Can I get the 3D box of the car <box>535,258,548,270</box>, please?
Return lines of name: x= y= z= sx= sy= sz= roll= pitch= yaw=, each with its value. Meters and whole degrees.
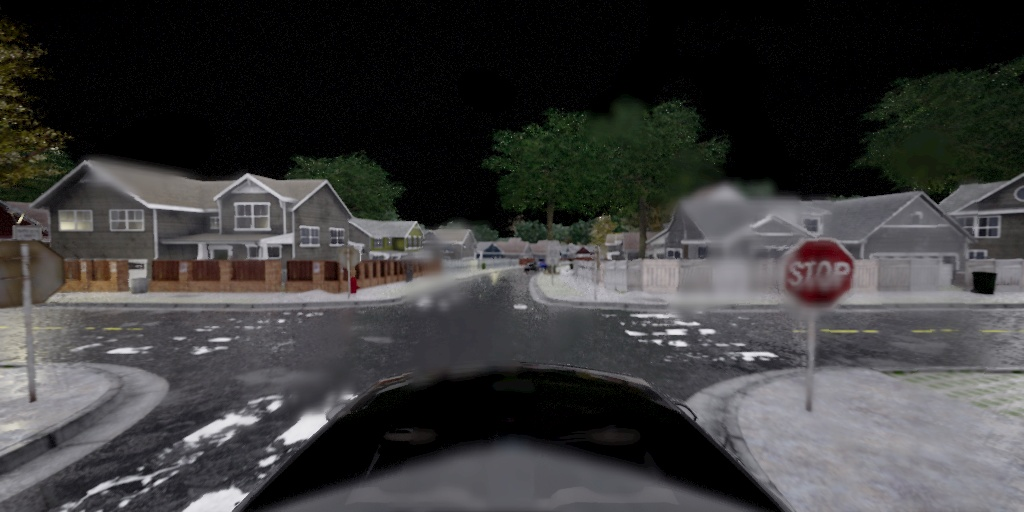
car: x=5.195 y=1.376 z=63.570 sx=2.150 sy=2.045 sz=5.566 roll=0 pitch=0 yaw=15

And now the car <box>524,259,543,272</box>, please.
car: x=3.038 y=1.605 z=53.440 sx=1.837 sy=1.490 sz=4.892 roll=0 pitch=0 yaw=12
